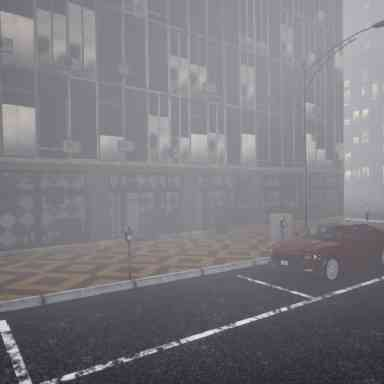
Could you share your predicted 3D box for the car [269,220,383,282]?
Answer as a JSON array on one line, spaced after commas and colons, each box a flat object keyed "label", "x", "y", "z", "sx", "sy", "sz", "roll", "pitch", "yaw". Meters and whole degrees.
[{"label": "car", "x": 4.158, "y": 1.542, "z": 9.721, "sx": 4.507, "sy": 1.381, "sz": 1.887, "roll": 0, "pitch": -1, "yaw": -36}]

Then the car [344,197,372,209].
[{"label": "car", "x": 18.691, "y": 1.275, "z": 39.604, "sx": 1.752, "sy": 1.417, "sz": 4.829, "roll": -1, "pitch": 1, "yaw": -35}]
